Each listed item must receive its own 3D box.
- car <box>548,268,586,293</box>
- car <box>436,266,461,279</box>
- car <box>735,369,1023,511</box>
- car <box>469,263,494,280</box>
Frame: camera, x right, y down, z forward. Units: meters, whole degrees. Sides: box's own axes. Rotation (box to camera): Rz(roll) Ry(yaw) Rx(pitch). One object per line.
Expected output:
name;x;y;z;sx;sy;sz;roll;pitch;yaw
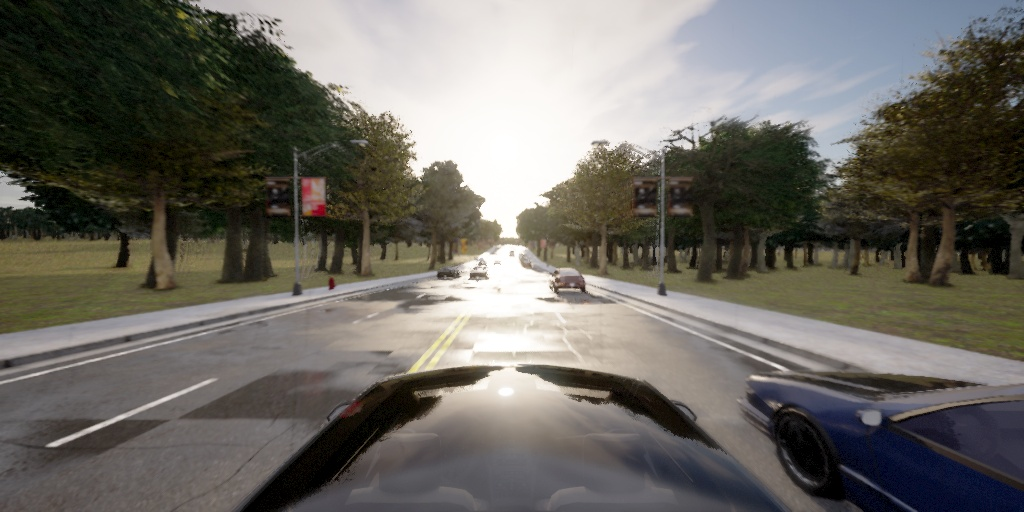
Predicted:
car;3.352;1.450;22.240;1.812;1.442;4.674;0;-1;0
car;-6.585;1.728;37.565;1.895;1.301;4.718;0;-1;0
car;3.351;1.296;1.409;2.033;1.411;5.357;0;0;0
car;-3.332;1.675;37.492;2.033;1.411;5.357;0;-1;0
